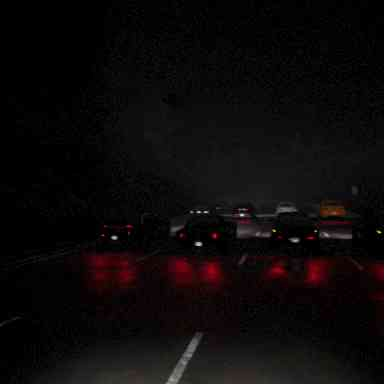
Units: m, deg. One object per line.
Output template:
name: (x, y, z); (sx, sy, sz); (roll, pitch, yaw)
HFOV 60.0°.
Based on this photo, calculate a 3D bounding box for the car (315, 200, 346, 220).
car: (11.490, 1.443, 27.767); (1.882, 1.535, 5.008); (-1, 0, 15)

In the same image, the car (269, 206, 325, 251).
car: (4.281, 1.536, 14.072); (1.812, 1.442, 4.674); (-1, 0, 15)

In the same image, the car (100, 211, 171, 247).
car: (-2.497, 1.636, 15.821); (2.128, 1.511, 4.902); (-1, 0, 15)

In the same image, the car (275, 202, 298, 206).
car: (8.076, 1.558, 28.542); (1.812, 1.442, 4.674); (-1, 0, 15)

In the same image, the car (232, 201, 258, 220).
car: (4.671, 1.606, 29.359); (1.837, 1.490, 4.892); (-1, 0, 15)

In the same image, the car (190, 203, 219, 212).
car: (1.201, 1.712, 29.923); (2.033, 1.411, 5.357); (-1, 0, 14)

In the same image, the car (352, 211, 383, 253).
car: (7.661, 1.470, 13.167); (1.812, 1.442, 4.674); (-1, 0, 15)

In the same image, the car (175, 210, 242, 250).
car: (0.830, 1.678, 14.718); (1.895, 1.301, 4.718); (-1, 0, 15)
